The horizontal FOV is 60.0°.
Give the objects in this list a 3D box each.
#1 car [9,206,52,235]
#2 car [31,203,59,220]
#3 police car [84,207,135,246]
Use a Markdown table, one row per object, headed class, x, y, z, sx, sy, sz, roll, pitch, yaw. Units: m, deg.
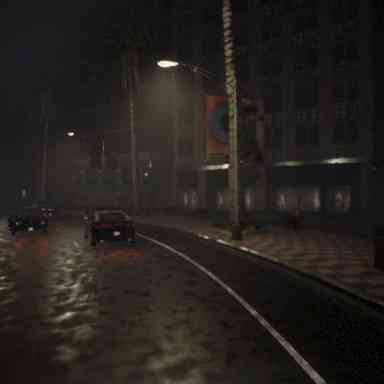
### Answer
| class | x | y | z | sx | sy | sz | roll | pitch | yaw |
| --- | --- | --- | --- | --- | --- | --- | --- | --- | --- |
| car | -10.204 | 1.811 | 20.569 | 1.895 | 1.301 | 4.718 | 0 | 0 | -31 |
| car | -14.141 | 1.797 | 31.031 | 2.128 | 1.511 | 4.902 | 0 | -1 | -44 |
| police car | -4.171 | 1.558 | 16.316 | 1.930 | 1.638 | 5.238 | 0 | 0 | -23 |
